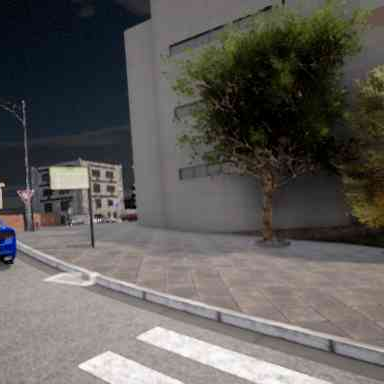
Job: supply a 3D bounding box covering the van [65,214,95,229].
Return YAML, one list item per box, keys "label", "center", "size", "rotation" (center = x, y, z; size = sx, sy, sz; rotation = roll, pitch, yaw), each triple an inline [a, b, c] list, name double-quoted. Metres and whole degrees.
- label: "van"
  center: [-17.864, 4.729, 53.190]
  size: [4.442, 1.987, 1.878]
  rotation: [-6, -7, 24]

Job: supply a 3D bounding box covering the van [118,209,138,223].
- label: "van"
  center: [-7.525, 3.281, 45.758]
  size: [4.442, 1.987, 1.878]
  rotation: [-6, -7, 24]

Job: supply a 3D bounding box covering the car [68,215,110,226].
- label: "car"
  center: [-13.497, 3.864, 44.013]
  size: [1.895, 1.301, 4.718]
  rotation: [-7, -6, 25]

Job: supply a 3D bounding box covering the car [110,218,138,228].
- label: "car"
  center: [-13.007, 5.889, 63.305]
  size: [4.792, 1.488, 2.163]
  rotation: [-6, -7, 24]

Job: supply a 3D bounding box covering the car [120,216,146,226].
- label: "car"
  center: [-10.267, 5.124, 58.377]
  size: [2.128, 1.511, 4.902]
  rotation: [-6, -8, 25]

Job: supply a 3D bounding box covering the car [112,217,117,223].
- label: "car"
  center: [-15.400, 5.254, 58.157]
  size: [4.553, 1.767, 2.185]
  rotation: [-6, -7, 24]

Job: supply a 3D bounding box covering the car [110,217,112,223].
- label: "car"
  center: [-16.591, 5.152, 55.633]
  size: [5.008, 1.535, 2.097]
  rotation: [-6, -7, 24]

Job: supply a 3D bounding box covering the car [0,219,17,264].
- label: "car"
  center: [-7.012, 1.344, 10.322]
  size: [1.882, 1.535, 5.008]
  rotation: [-2, 2, -43]
